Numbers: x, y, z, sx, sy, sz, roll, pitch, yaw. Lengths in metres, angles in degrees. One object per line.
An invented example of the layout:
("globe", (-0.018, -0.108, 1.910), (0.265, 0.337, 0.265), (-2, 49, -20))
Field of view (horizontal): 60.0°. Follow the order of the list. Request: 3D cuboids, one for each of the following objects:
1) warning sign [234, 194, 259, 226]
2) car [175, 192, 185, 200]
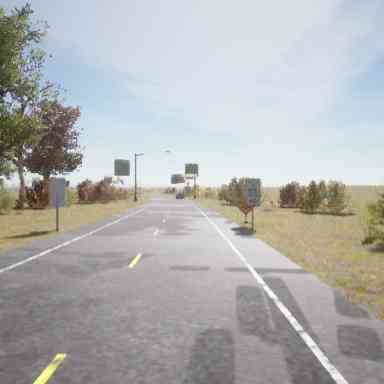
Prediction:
("warning sign", (3.326, 1.072, 20.445), (1.300, 1.860, 1.060), (1, 1, -1))
("car", (-3.252, 1.127, 90.513), (2.150, 2.045, 5.566), (0, 0, -6))
